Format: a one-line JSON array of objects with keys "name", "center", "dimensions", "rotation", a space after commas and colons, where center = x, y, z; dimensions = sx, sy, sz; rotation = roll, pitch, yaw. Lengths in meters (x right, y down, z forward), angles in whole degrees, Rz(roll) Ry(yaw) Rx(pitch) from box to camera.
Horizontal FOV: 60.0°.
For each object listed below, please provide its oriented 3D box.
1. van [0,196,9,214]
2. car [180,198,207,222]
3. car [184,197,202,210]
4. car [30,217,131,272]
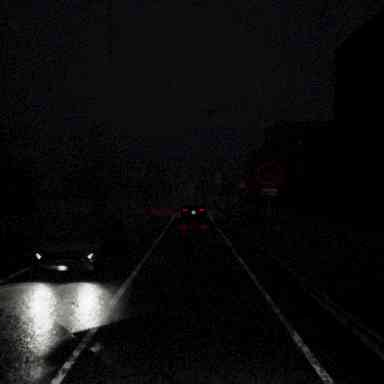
[{"name": "van", "center": [-21.989, 1.421, 35.516], "dimensions": [4.442, 1.987, 1.878], "rotation": [0, 0, 0]}, {"name": "car", "center": [0.114, 1.502, 26.410], "dimensions": [2.163, 1.488, 4.792], "rotation": [0, 0, 0]}, {"name": "car", "center": [0.119, 1.401, 41.680], "dimensions": [2.033, 1.411, 5.357], "rotation": [0, 1, 0]}, {"name": "car", "center": [-3.344, 1.586, 11.245], "dimensions": [2.033, 1.411, 5.357], "rotation": [0, 0, 0]}]
